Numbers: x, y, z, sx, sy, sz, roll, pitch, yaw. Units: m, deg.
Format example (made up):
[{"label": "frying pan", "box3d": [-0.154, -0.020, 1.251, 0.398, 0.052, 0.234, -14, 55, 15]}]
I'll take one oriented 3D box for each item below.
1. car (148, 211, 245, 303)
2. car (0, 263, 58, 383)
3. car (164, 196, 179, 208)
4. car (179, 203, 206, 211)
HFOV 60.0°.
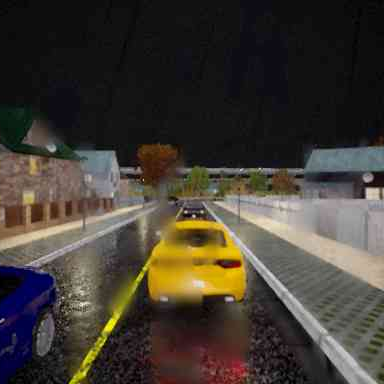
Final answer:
[{"label": "car", "box3d": [0.099, 1.458, 8.270, 1.882, 1.535, 5.008, 0, 0, 0]}, {"label": "car", "box3d": [-2.844, 1.518, 3.129, 1.812, 1.442, 4.674, 0, 0, 0]}, {"label": "car", "box3d": [-2.650, 1.254, 44.606, 1.812, 1.442, 4.674, 0, 0, 0]}, {"label": "car", "box3d": [0.153, 1.546, 27.407, 1.895, 1.301, 4.718, 0, 0, 0]}]
